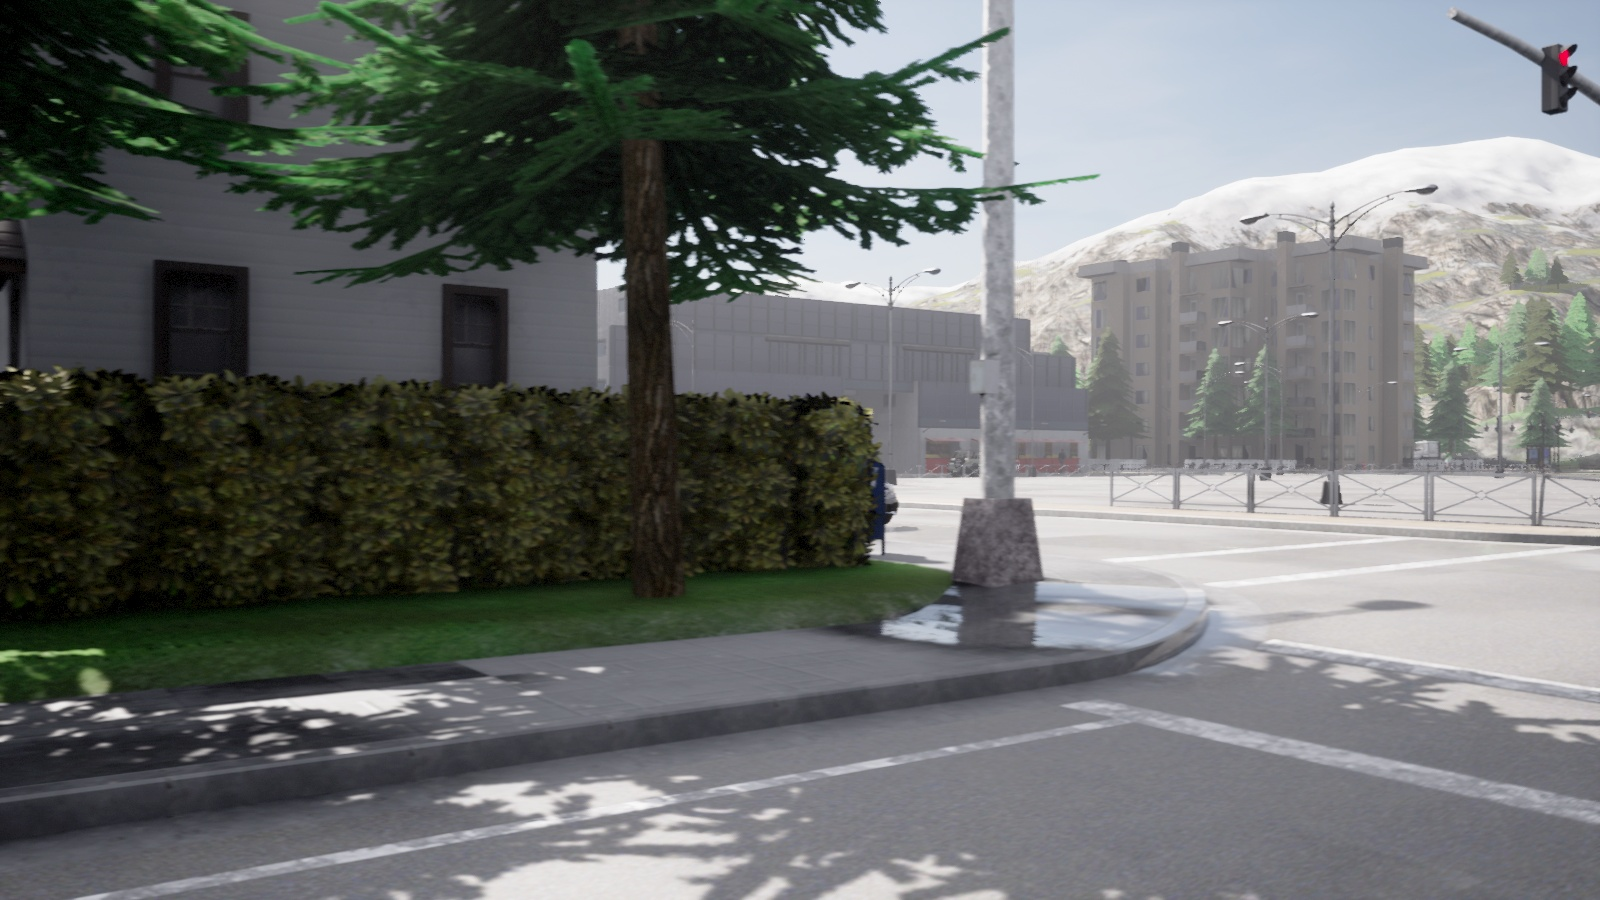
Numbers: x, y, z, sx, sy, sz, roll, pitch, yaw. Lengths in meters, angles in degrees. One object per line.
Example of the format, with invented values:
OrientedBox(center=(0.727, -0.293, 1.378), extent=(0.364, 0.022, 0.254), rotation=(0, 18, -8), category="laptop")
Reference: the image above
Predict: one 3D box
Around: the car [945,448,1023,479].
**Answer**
OrientedBox(center=(11.129, 0.792, 75.711), extent=(4.605, 1.855, 1.932), rotation=(0, 0, -35), category="car")

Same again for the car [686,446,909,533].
OrientedBox(center=(-0.162, 0.658, 23.461), extent=(1.812, 1.442, 4.674), rotation=(0, 0, -35), category="car")
